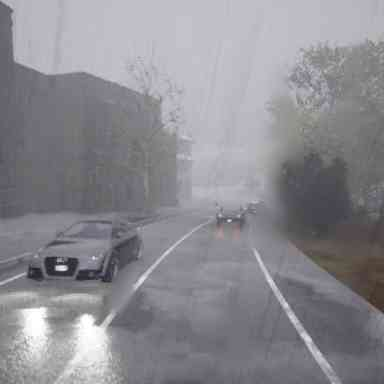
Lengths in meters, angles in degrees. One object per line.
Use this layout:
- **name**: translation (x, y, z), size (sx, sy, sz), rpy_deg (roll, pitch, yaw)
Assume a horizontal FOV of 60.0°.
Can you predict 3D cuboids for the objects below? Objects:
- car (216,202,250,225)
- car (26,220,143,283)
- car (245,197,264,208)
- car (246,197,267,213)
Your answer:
- **car**: translation (2.985, 1.645, 24.452), size (1.895, 1.301, 4.718), rpy_deg (1, 0, 12)
- **car**: translation (-2.760, 1.524, 9.478), size (1.994, 1.385, 4.181), rpy_deg (1, 0, 6)
- **car**: translation (10.404, 1.656, 55.399), size (1.882, 1.535, 5.008), rpy_deg (3, 2, 25)
- **car**: translation (7.989, 1.729, 41.045), size (1.812, 1.442, 4.674), rpy_deg (2, 0, 21)
